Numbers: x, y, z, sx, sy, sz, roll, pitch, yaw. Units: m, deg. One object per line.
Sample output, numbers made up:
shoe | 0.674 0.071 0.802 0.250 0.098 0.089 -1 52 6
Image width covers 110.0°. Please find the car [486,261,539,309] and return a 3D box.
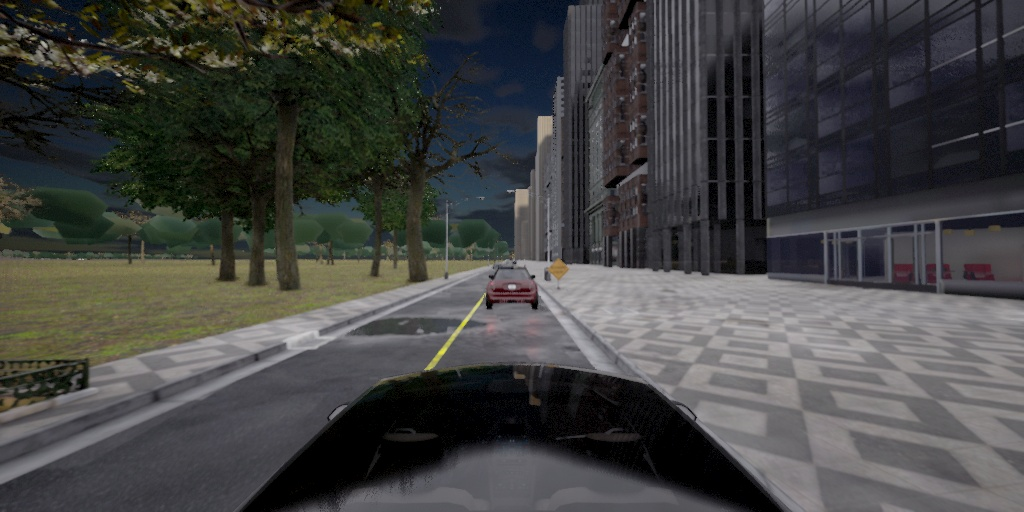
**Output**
car | 0.007 1.242 15.932 2.097 1.767 4.553 0 -1 0

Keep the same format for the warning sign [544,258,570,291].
warning sign | 2.723 1.060 20.891 1.300 1.860 1.060 0 0 0
